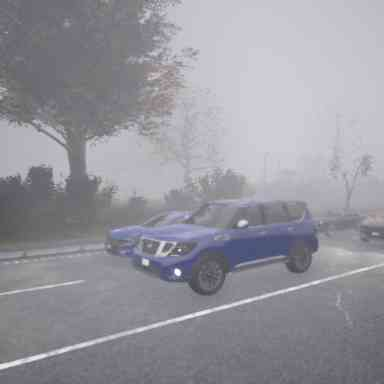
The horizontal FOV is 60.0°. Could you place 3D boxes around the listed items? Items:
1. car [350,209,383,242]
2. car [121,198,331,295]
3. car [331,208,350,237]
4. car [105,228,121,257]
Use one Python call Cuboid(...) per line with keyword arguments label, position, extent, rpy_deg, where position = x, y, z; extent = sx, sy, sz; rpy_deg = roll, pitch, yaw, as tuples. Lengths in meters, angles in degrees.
Cuboid(label="car", position=(9.501, 1.429, 15.066), extent=(5.008, 1.535, 1.882), rpy_deg=(0, 0, -37))
Cuboid(label="car", position=(1.182, 1.211, 9.073), extent=(5.566, 2.045, 2.150), rpy_deg=(0, 0, -37))
Cuboid(label="car", position=(7.574, 1.551, 17.997), extent=(4.718, 1.301, 1.895), rpy_deg=(0, 0, -37))
Cuboid(label="car", position=(-0.617, 1.466, 12.101), extent=(5.008, 1.535, 1.882), rpy_deg=(0, 0, -35))
